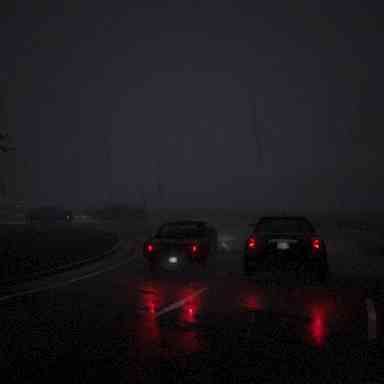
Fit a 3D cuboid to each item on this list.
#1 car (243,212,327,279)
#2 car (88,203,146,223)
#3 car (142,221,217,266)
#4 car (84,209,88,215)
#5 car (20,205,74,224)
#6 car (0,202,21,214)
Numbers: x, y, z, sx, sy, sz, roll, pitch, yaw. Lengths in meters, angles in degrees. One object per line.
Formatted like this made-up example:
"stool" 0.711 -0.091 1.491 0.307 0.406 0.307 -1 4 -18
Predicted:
"car" 2.861 1.385 10.410 2.097 1.767 4.553 -1 0 15
"car" -6.264 1.750 28.627 5.008 1.535 1.882 -1 -1 32
"car" -0.183 1.684 11.856 1.895 1.301 4.718 -1 0 10
"car" -8.640 1.887 34.144 5.357 1.411 2.033 -1 0 30
"car" -11.935 1.870 27.897 4.674 1.442 1.812 -1 0 31
"car" -24.710 2.129 45.237 4.892 1.490 1.837 -2 -1 38
